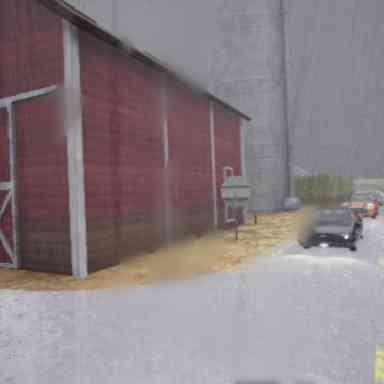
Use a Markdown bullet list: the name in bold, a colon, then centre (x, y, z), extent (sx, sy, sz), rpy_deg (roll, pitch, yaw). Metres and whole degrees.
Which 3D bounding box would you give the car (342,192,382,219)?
- **car**: centre (11.754, 0.881, 23.278), extent (2.097, 1.767, 4.553), rpy_deg (-2, 0, 32)

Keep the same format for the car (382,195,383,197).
- **car**: centre (19.264, 0.737, 35.529), extent (1.837, 1.490, 4.892), rpy_deg (-2, 0, 30)

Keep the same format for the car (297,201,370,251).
- **car**: centre (5.687, 1.318, 13.254), extent (2.033, 1.411, 5.357), rpy_deg (-2, 0, 31)
